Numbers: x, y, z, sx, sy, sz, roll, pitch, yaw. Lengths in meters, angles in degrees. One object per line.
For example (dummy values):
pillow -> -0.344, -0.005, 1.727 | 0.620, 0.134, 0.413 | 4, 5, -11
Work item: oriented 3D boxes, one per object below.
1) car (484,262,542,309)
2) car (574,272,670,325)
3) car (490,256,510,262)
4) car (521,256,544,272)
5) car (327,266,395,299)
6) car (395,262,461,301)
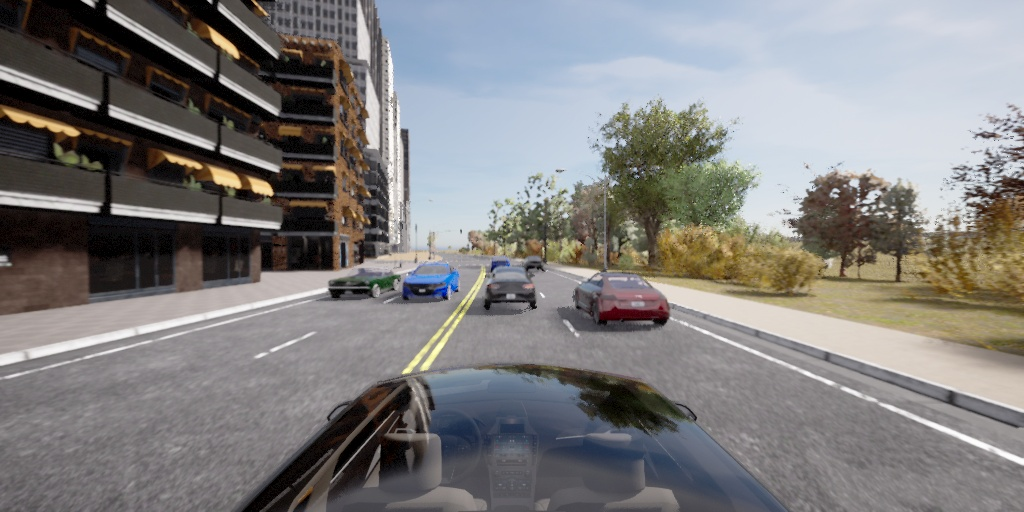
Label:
car -> -0.088, 1.116, 13.934 | 1.812, 1.442, 4.674 | 0, 1, -1
car -> 3.221, 1.184, 11.277 | 1.994, 1.385, 4.181 | 0, 1, -1
car -> -1.227, 0.758, 36.995 | 1.882, 1.535, 5.008 | 0, 1, -4
car -> 2.080, 0.788, 36.302 | 1.837, 1.490, 4.892 | 0, 1, -4
car -> -6.759, 1.164, 16.903 | 1.895, 1.301, 4.718 | 0, 1, -2
car -> -3.500, 1.044, 16.261 | 1.882, 1.535, 5.008 | 0, 0, -1
